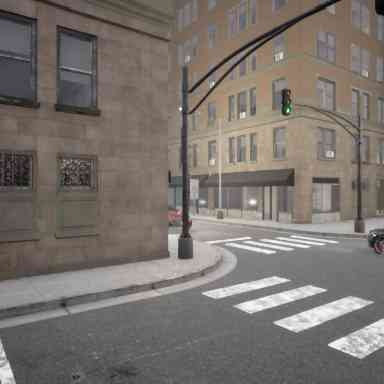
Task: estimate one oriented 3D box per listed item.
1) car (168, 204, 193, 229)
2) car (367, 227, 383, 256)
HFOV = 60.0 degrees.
[{"bbox_3d":[-1.868,1.427,19.848,1.812,1.442,4.674,0,0,-36],"label":"car"},{"bbox_3d":[8.251,1.507,10.794,1.812,1.442,4.674,0,0,-36],"label":"car"}]
